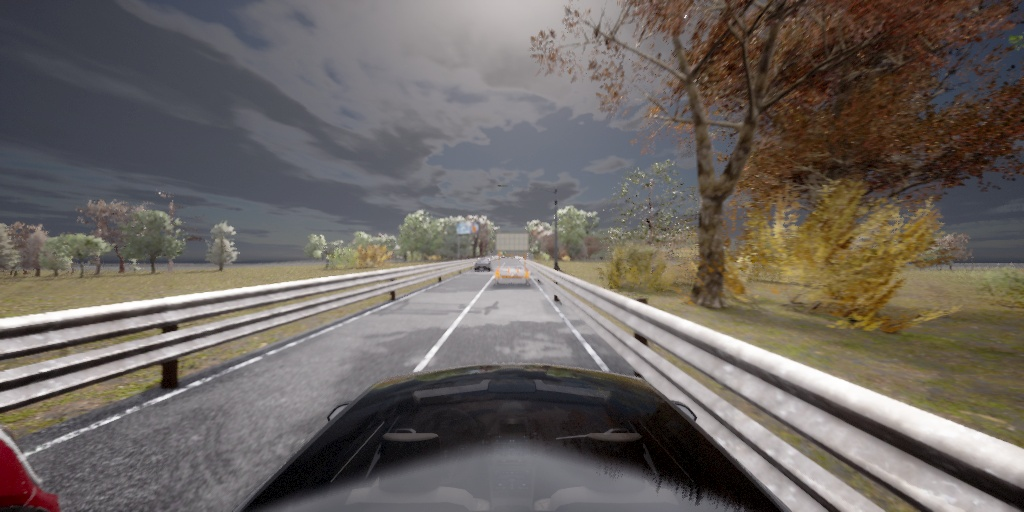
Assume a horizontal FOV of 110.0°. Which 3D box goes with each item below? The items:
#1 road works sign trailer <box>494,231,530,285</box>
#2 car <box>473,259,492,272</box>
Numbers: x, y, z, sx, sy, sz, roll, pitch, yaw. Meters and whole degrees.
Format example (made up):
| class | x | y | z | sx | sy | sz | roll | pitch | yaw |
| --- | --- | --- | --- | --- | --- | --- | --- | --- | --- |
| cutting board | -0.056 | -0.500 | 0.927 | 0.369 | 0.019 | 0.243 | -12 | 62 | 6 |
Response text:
| class | x | y | z | sx | sy | sz | roll | pitch | yaw |
| --- | --- | --- | --- | --- | --- | --- | --- | --- | --- |
| road works sign trailer | 0.012 | 0.077 | 24.672 | 2.380 | 3.560 | 2.880 | 0 | 0 | 0 |
| car | -3.319 | 1.058 | 41.719 | 2.033 | 1.411 | 5.357 | 0 | 0 | 0 |
